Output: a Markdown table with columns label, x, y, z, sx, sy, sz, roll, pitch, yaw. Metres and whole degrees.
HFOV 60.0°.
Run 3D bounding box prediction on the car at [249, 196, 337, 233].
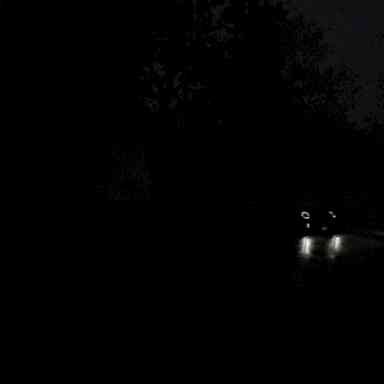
| label | x | y | z | sx | sy | sz | roll | pitch | yaw |
| --- | --- | --- | --- | --- | --- | --- | --- | --- | --- |
| car | 5.196 | 0.960 | 17.089 | 2.097 | 1.767 | 4.553 | 1 | 3 | -21 |

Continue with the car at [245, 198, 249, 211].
| label | x | y | z | sx | sy | sz | roll | pitch | yaw |
| --- | --- | --- | --- | --- | --- | --- | --- | --- | --- |
| car | 3.070 | 0.746 | 27.590 | 2.033 | 1.411 | 5.357 | 1 | 2 | -35 |
